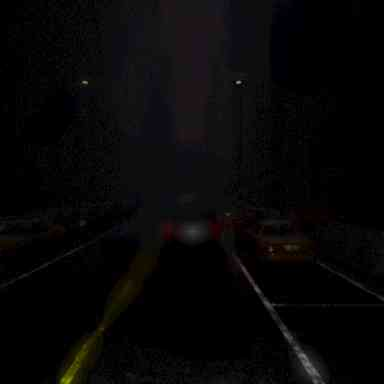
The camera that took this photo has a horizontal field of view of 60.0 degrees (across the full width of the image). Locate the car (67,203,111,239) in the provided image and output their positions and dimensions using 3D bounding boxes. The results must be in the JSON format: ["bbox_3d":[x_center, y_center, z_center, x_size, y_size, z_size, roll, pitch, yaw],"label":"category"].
[{"bbox_3d":[-5.751,1.432,16.977,1.967,1.590,4.097,0,0,0],"label":"car"}]

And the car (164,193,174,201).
[{"bbox_3d":[-5.720,1.282,84.198,2.192,1.841,5.009,0,0,0],"label":"car"}]

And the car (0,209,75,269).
[{"bbox_3d":[-5.754,1.520,11.205,1.752,1.417,4.829,0,0,0],"label":"car"}]

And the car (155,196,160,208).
[{"bbox_3d":[-5.739,1.562,44.986,1.802,1.307,4.206,0,0,0],"label":"car"}]

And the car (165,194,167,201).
[{"bbox_3d":[-5.734,1.541,56.189,1.947,1.339,4.313,0,0,0],"label":"car"}]

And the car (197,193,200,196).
[{"bbox_3d":[2.804,1.533,84.207,1.947,1.339,4.313,0,0,0],"label":"car"}]

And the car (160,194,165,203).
[{"bbox_3d":[-5.736,1.418,50.588,1.967,1.590,4.097,0,0,0],"label":"car"}]

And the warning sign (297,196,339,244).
[{"bbox_3d":[5.071,1.109,13.458,1.300,1.860,1.060,0,0,0],"label":"warning sign"}]

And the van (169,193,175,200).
[{"bbox_3d":[-5.715,1.308,95.401,1.690,1.788,3.998,0,0,0],"label":"van"}]

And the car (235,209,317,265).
[{"bbox_3d":[2.771,1.520,11.549,1.752,1.417,4.829,0,0,0],"label":"car"}]

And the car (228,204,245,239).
[{"bbox_3d":[2.774,1.537,16.982,1.887,1.381,4.507,0,0,0],"label":"car"}]

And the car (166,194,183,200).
[{"bbox_3d":[-3.029,1.479,58.155,1.837,1.490,4.892,0,0,1],"label":"car"}]

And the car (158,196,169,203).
[{"bbox_3d":[-5.728,1.537,67.393,1.947,1.339,4.313,0,0,0],"label":"car"}]

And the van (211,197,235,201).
[{"bbox_3d":[2.780,1.328,28.185,1.690,1.788,3.998,0,0,0],"label":"van"}]

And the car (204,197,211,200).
[{"bbox_3d":[2.784,1.527,39.390,1.887,1.381,4.507,0,0,0],"label":"car"}]

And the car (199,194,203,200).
[{"bbox_3d":[2.794,1.518,61.798,1.887,1.381,4.507,0,0,0],"label":"car"}]

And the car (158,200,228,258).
[{"bbox_3d":[0.050,1.345,12.931,2.097,1.767,4.553,0,0,0],"label":"car"}]

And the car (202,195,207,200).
[{"bbox_3d":[2.787,1.420,44.992,1.967,1.590,4.097,0,0,0],"label":"car"}]

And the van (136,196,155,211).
[{"bbox_3d":[-5.741,1.323,39.384,1.690,1.788,3.998,0,0,0],"label":"van"}]

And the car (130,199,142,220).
[{"bbox_3d":[-5.746,1.532,28.181,1.887,1.381,4.507,0,0,0],"label":"car"}]

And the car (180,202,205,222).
[{"bbox_3d":[0.051,1.588,27.398,1.895,1.301,4.718,0,0,1],"label":"car"}]

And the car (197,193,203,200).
[{"bbox_3d":[2.802,1.533,78.605,1.947,1.339,4.313,0,0,0],"label":"car"}]

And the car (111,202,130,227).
[{"bbox_3d":[-5.749,1.534,22.578,1.887,1.381,4.507,0,0,0],"label":"car"}]

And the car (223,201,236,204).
[{"bbox_3d":[2.776,1.534,22.583,1.887,1.381,4.507,0,0,0],"label":"car"}]
